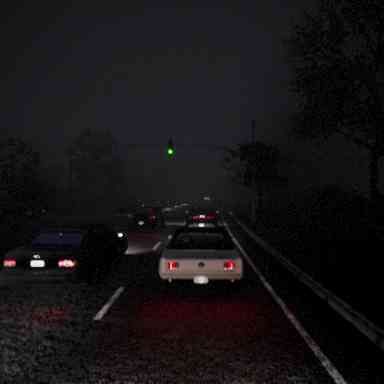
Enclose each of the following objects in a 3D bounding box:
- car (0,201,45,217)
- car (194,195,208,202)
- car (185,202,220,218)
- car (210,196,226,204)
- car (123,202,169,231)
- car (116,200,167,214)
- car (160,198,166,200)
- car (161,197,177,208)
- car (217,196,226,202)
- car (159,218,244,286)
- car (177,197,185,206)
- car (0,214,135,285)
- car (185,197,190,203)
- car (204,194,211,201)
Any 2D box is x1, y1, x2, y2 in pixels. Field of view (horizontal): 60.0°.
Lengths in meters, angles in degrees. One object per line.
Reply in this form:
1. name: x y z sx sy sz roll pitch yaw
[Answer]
1. car: -17.092 1.624 32.979 4.902 1.511 2.128 0 0 5
2. car: 1.625 1.885 68.819 1.895 1.301 4.718 0 0 8
3. car: 0.635 1.591 20.780 1.837 1.490 4.892 0 0 2
4. car: 5.905 1.857 74.541 1.994 1.385 4.181 0 0 9
5. car: -2.831 1.614 21.406 1.812 1.442 4.674 0 0 2
6. car: -5.358 1.741 34.178 4.718 1.301 1.895 0 0 -18
7. car: -5.074 1.778 43.031 1.895 1.301 4.718 0 0 5
8. car: -4.181 1.566 51.959 2.097 1.767 4.553 0 0 6
9. car: 7.517 1.695 84.256 1.882 1.535 5.008 0 0 10
10. car: 0.249 1.641 9.487 1.895 1.301 4.718 0 0 1
11. car: -3.114 1.756 60.881 1.837 1.490 4.892 0 0 8
12. car: -3.252 1.587 9.617 2.033 1.411 5.357 0 0 1
13. car: -1.733 1.845 70.844 1.994 1.385 4.181 0 0 8
14. car: 4.015 1.575 84.544 2.150 2.045 5.566 0 0 10
